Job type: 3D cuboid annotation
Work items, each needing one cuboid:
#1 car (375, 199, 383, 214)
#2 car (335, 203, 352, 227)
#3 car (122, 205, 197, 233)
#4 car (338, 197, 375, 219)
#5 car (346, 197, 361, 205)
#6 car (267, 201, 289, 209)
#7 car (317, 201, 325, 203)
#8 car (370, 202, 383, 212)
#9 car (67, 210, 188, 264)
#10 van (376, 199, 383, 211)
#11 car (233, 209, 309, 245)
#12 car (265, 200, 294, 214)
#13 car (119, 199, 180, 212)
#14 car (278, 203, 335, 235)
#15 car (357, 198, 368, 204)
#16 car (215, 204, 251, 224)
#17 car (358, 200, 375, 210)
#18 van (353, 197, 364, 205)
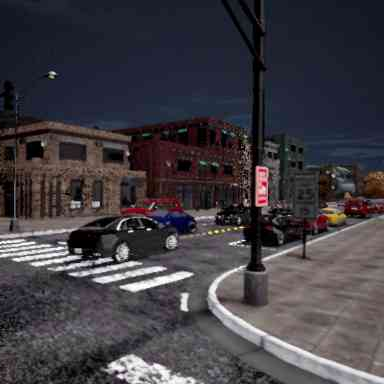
[{"bbox_3d":[23.803,1.987,43.647,1.967,1.590,4.097,0,0,36],"label":"car"},{"bbox_3d":[10.782,1.864,25.885,1.752,1.417,4.829,0,0,36],"label":"car"},{"bbox_3d":[-1.542,1.686,18.872,1.994,1.385,4.181,1,0,36],"label":"car"},{"bbox_3d":[17.244,1.757,34.698,2.192,1.841,5.009,0,0,36],"label":"car"},{"bbox_3d":[36.727,2.042,75.448,2.192,1.841,5.009,0,0,36],"label":"car"},{"bbox_3d":[9.712,1.904,34.203,1.895,1.301,4.718,1,0,36],"label":"car"},{"bbox_3d":[15.927,1.907,42.607,1.837,1.490,4.892,1,0,37],"label":"car"},{"bbox_3d":[27.082,2.182,48.121,1.802,1.307,4.206,0,0,36],"label":"car"},{"bbox_3d":[-2.342,1.624,12.548,1.837,1.490,4.892,-3,-2,31],"label":"car"},{"bbox_3d":[30.365,1.993,52.597,1.690,1.788,3.998,0,0,36],"label":"van"},{"bbox_3d":[4.121,1.797,16.799,1.947,1.339,4.313,0,0,36],"label":"car"},{"bbox_3d":[10.484,1.747,39.651,1.967,1.590,4.097,0,0,36],"label":"car"},{"bbox_3d":[-2.634,1.411,21.753,2.192,1.841,5.009,0,0,36],"label":"car"},{"bbox_3d":[7.403,1.724,21.273,1.967,1.590,4.097,0,0,36],"label":"car"},{"bbox_3d":[43.286,2.271,84.397,1.967,1.590,4.097,1,0,36],"label":"car"},{"bbox_3d":[3.611,1.709,25.889,1.837,1.490,4.892,1,0,36],"label":"car"},{"bbox_3d":[28.697,2.143,54.699,1.812,1.442,4.674,1,0,36],"label":"car"},{"bbox_3d":[40.006,2.120,79.923,1.690,1.788,3.998,0,0,36],"label":"van"}]
